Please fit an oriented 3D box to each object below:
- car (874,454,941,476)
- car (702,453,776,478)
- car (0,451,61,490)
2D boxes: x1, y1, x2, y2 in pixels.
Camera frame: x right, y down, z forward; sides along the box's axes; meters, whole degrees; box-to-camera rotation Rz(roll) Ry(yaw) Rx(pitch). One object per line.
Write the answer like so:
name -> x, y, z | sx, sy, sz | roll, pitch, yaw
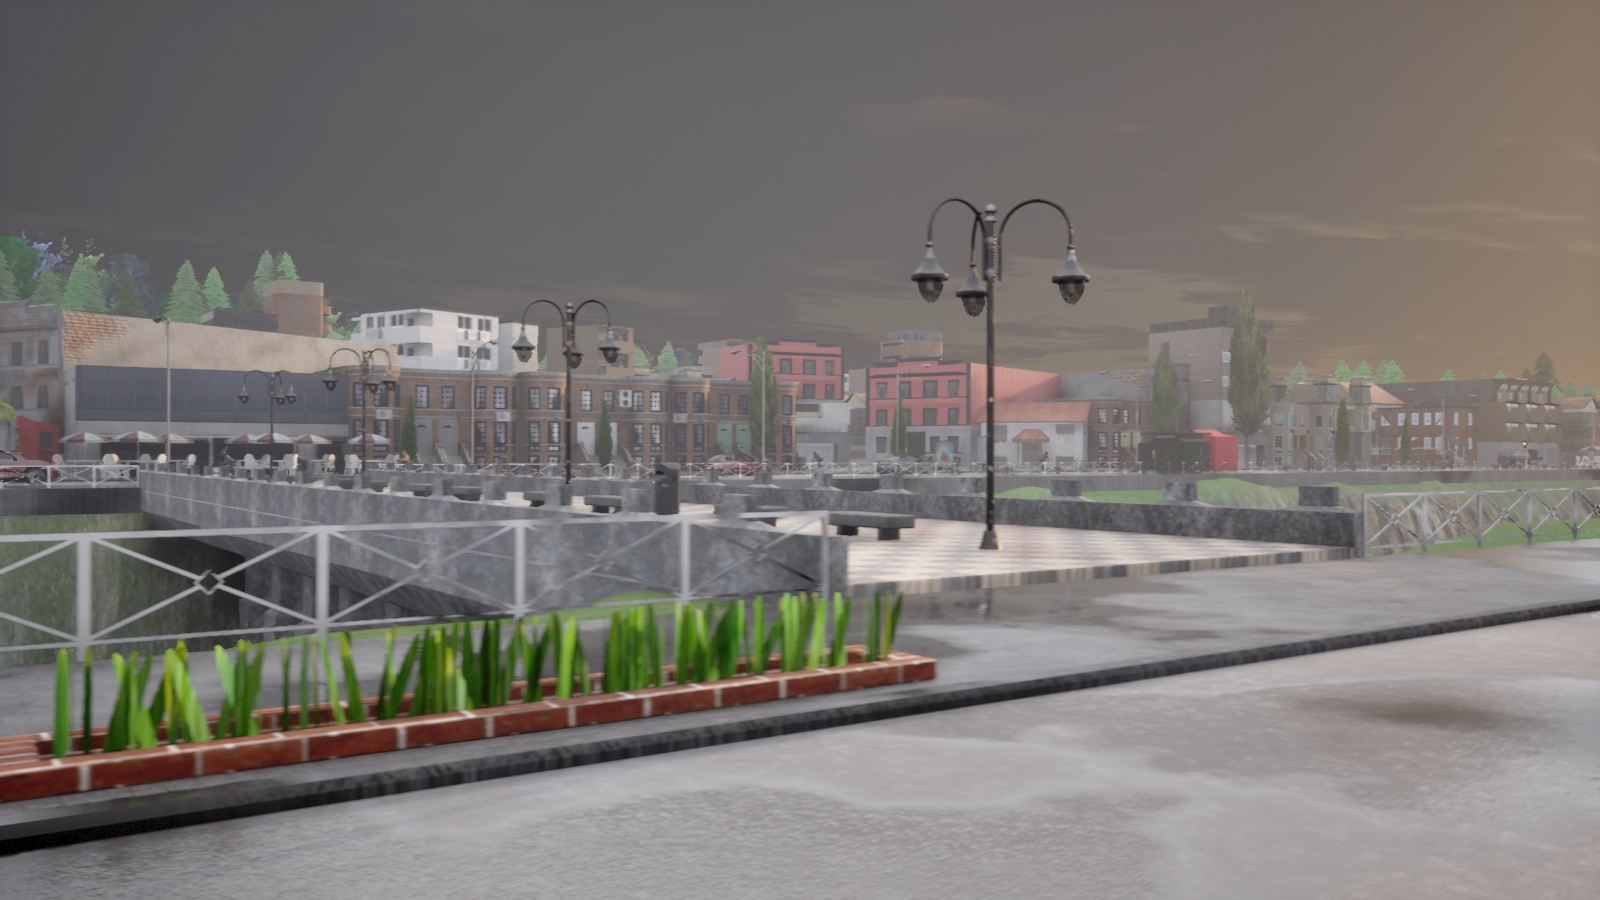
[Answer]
car -> 7.221, 1.000, 84.459 | 4.181, 1.385, 1.994 | 0, 0, -35
car -> -3.714, 0.955, 76.843 | 4.193, 1.474, 1.816 | 0, 0, -35
car -> -35.219, 0.884, 54.902 | 4.856, 1.649, 2.033 | 0, 0, -35
